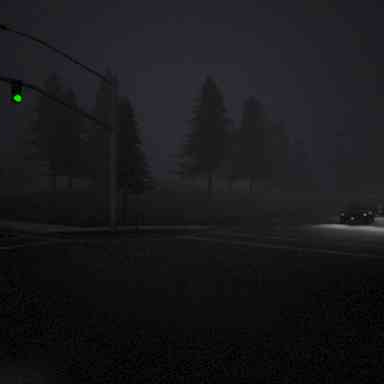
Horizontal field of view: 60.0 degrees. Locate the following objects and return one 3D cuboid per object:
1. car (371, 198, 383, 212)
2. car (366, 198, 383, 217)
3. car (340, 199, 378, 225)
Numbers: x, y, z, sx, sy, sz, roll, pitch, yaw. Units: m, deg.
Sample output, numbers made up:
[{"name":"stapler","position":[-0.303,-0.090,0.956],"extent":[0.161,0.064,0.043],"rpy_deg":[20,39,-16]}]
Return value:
[{"name":"car","position":[23.147,1.495,40.071],"extent":[2.128,1.511,4.902],"rpy_deg":[0,0,35]},{"name":"car","position":[17.287,1.355,31.752],"extent":[2.097,1.767,4.553],"rpy_deg":[0,0,35]},{"name":"car","position":[12.238,1.529,24.534],"extent":[1.812,1.442,4.674],"rpy_deg":[0,0,35]}]
